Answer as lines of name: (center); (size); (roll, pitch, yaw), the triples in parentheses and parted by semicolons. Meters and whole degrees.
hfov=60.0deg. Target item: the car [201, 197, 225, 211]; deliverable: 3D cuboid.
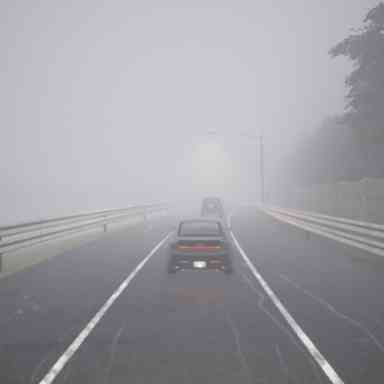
car: (2.151, 1.500, 33.942); (2.150, 2.045, 5.566); (0, 0, 7)

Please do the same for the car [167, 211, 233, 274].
car: (0.280, 1.599, 10.911); (1.837, 1.490, 4.892); (0, 0, 2)
